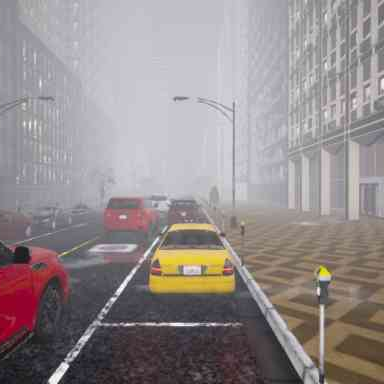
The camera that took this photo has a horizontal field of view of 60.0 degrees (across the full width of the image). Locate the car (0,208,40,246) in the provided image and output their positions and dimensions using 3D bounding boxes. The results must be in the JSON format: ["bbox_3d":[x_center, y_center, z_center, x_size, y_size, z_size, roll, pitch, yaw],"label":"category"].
[{"bbox_3d":[-8.843,1.542,14.989,1.887,1.381,4.507,-1,0,0],"label":"car"}]

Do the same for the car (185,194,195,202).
[{"bbox_3d":[-0.465,1.298,77.509,2.192,1.841,5.009,-1,0,0],"label":"car"}]

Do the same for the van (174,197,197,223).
[{"bbox_3d":[-0.465,1.336,26.356,1.690,1.788,3.998,-1,0,0],"label":"van"}]

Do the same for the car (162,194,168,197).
[{"bbox_3d":[-3.109,1.217,32.760,2.150,2.045,5.566,0,0,1],"label":"car"}]

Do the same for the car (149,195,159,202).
[{"bbox_3d":[-8.843,1.508,77.339,1.752,1.417,4.829,-1,0,0],"label":"car"}]

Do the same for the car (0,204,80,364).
[{"bbox_3d":[-3.145,1.222,3.222,2.150,2.045,5.566,0,0,0],"label":"car"}]

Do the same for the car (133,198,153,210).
[{"bbox_3d":[-6.192,1.557,42.489,1.994,1.385,4.181,0,0,1],"label":"car"}]

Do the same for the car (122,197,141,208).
[{"bbox_3d":[-8.843,1.541,49.090,2.008,1.369,4.403,-1,0,0],"label":"car"}]

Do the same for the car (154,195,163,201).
[{"bbox_3d":[-8.844,1.545,88.876,1.947,1.339,4.313,-1,0,0],"label":"car"}]

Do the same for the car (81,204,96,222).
[{"bbox_3d":[-8.843,1.577,26.356,1.802,1.307,4.206,-1,0,0],"label":"car"}]

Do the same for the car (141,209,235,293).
[{"bbox_3d":[0.004,1.455,8.841,1.801,1.575,5.366,0,0,0],"label":"car"}]

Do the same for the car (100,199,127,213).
[{"bbox_3d":[-8.844,1.544,37.723,2.008,1.369,4.403,-1,0,0],"label":"car"}]

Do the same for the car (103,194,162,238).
[{"bbox_3d":[-3.108,1.220,17.773,2.150,2.045,5.566,0,0,1],"label":"car"}]

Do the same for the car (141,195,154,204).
[{"bbox_3d":[-8.845,1.426,66.141,1.967,1.590,4.097,-1,0,0],"label":"car"}]

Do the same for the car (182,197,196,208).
[{"bbox_3d":[-0.463,1.541,49.090,2.008,1.369,4.403,-1,0,0],"label":"car"}]

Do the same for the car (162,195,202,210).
[{"bbox_3d":[-0.465,1.311,20.672,2.192,1.841,5.009,-1,0,0],"label":"car"}]

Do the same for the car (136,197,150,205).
[{"bbox_3d":[-8.843,1.569,60.458,1.802,1.307,4.206,-1,0,0],"label":"car"}]
